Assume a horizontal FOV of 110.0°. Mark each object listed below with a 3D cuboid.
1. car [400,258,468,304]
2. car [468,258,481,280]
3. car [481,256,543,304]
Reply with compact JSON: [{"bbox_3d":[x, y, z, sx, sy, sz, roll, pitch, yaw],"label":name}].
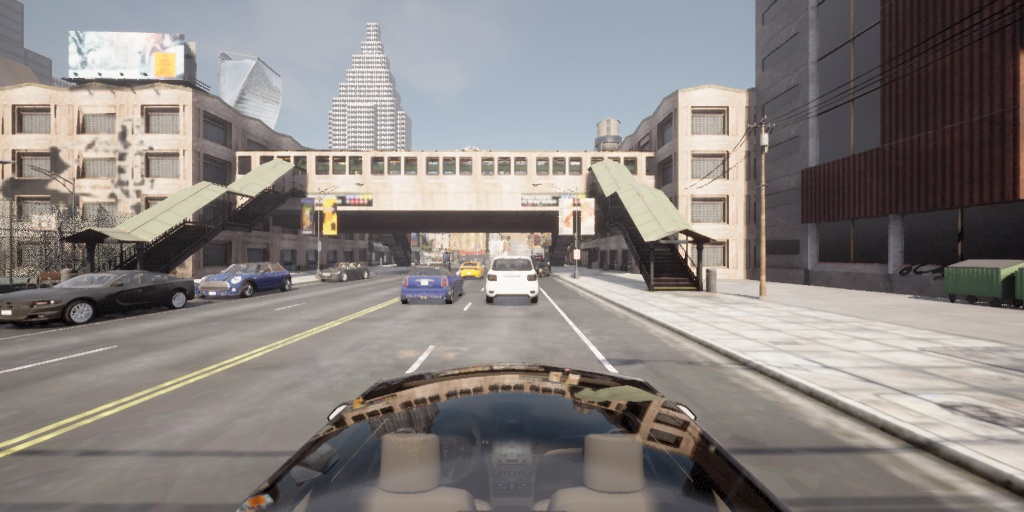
[{"bbox_3d":[-3.500,1.116,16.470,2.097,1.767,4.553,0,0,0],"label":"car"},{"bbox_3d":[-3.500,1.235,31.500,1.882,1.535,5.008,0,0,0],"label":"car"},{"bbox_3d":[0.000,1.008,16.530,2.150,2.045,5.566,0,0,0],"label":"car"}]
